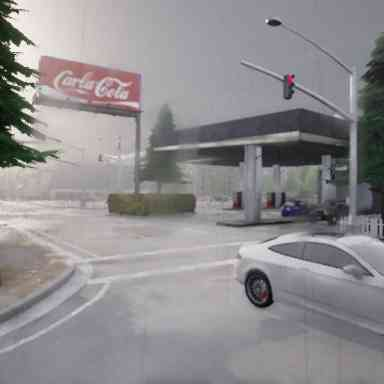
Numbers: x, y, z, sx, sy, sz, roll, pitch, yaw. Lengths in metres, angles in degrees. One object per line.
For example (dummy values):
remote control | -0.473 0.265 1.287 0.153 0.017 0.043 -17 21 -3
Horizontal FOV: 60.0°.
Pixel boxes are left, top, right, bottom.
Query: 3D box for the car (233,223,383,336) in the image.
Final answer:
car | 2.725 1.471 5.800 1.812 1.442 4.674 1 0 -37

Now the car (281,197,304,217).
car | 10.781 1.648 32.381 4.611 1.667 2.242 0 0 -37

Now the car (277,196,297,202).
car | 23.979 1.712 83.864 2.007 1.523 4.514 0 0 -37

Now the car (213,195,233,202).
car | 7.405 1.615 81.062 1.845 1.501 3.633 0 0 -37

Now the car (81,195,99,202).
car | -22.615 1.441 72.203 2.007 1.523 4.514 0 0 -37

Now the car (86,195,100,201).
car | -23.871 1.393 80.047 1.970 1.475 3.806 0 0 -37

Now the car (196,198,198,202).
car | -0.647 1.542 75.144 2.007 1.523 4.514 0 0 -37

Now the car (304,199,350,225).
car | 10.670 1.459 25.250 3.866 1.878 1.905 0 0 -37
